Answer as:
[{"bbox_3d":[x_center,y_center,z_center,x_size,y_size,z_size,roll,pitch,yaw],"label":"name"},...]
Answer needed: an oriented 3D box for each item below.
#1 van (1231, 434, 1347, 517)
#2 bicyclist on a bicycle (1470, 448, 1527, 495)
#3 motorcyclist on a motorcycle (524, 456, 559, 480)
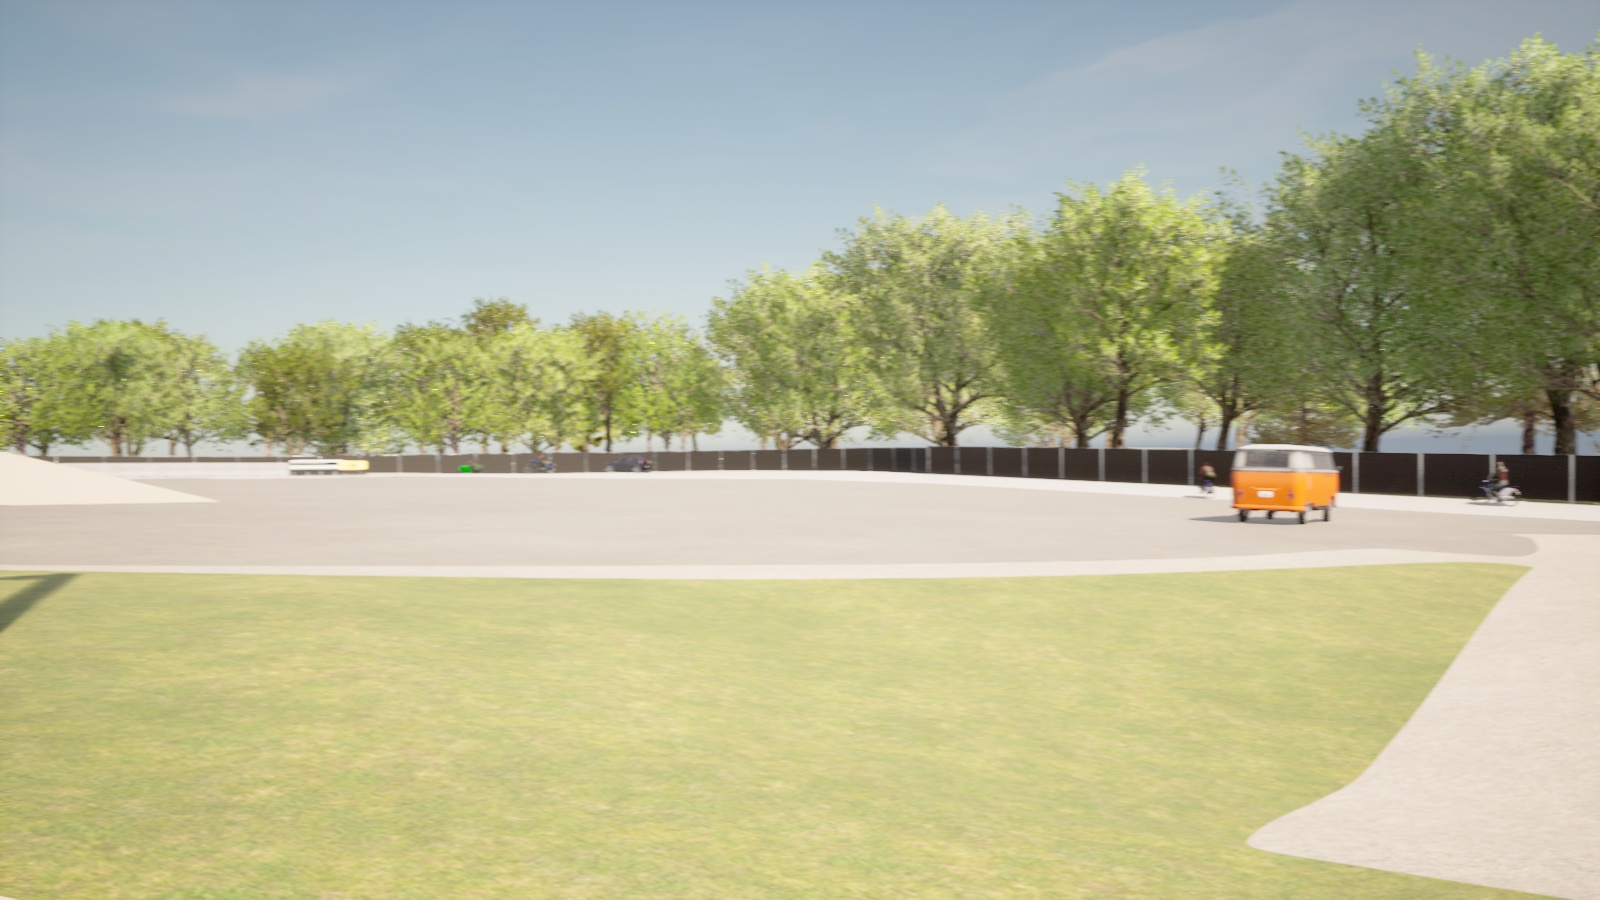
[{"bbox_3d":[12.664,0.636,32.371,1.775,1.987,4.442,0,-1,35],"label":"van"},{"bbox_3d":[27.520,0.838,49.493,0.659,1.776,1.843,-3,2,-32],"label":"bicyclist on a bicycle"},{"bbox_3d":[-18.326,1.265,89.049,2.350,1.649,0.766,-1,0,-3],"label":"motorcyclist on a motorcycle"}]
